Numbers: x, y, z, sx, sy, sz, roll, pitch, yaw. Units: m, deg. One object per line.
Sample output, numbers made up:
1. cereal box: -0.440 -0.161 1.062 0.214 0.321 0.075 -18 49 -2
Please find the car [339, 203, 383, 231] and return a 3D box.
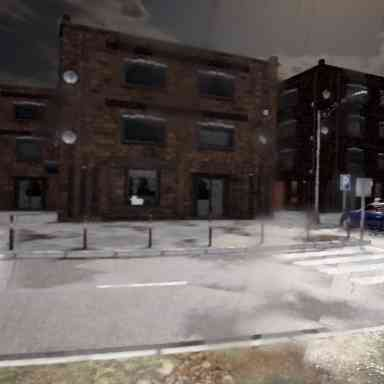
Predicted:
1. car: 10.564 1.361 18.556 2.185 1.767 4.553 1 1 -23
